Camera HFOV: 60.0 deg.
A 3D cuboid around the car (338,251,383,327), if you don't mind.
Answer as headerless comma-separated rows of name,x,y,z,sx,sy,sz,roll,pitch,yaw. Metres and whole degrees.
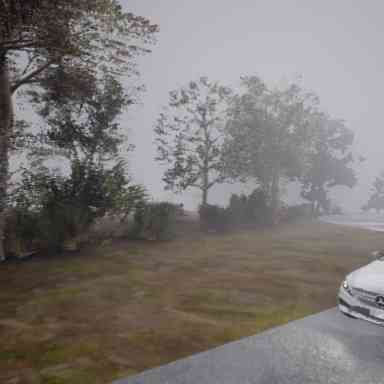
car,4.757,1.624,6.438,4.674,1.442,1.812,1,0,-36
